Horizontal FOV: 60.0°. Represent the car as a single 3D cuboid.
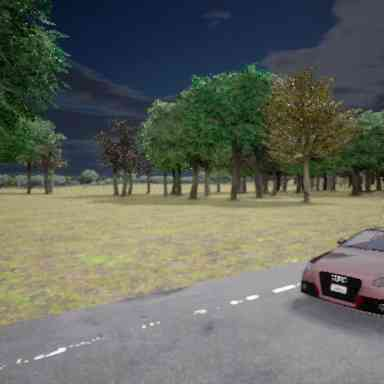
[{"bbox_3d":[4.192,1.482,6.990,4.181,1.385,1.994,-1,1,-36],"label":"car"}]
